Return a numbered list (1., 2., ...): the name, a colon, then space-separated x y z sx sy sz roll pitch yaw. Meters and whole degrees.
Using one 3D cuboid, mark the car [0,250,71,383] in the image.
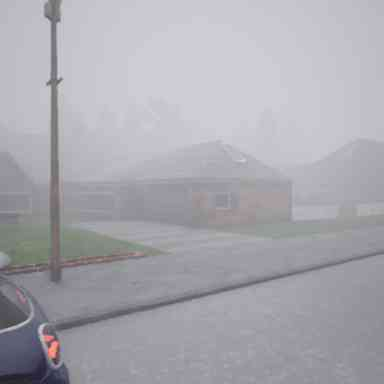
1. car: -3.300 1.360 2.236 4.553 1.767 2.097 0 0 -35
